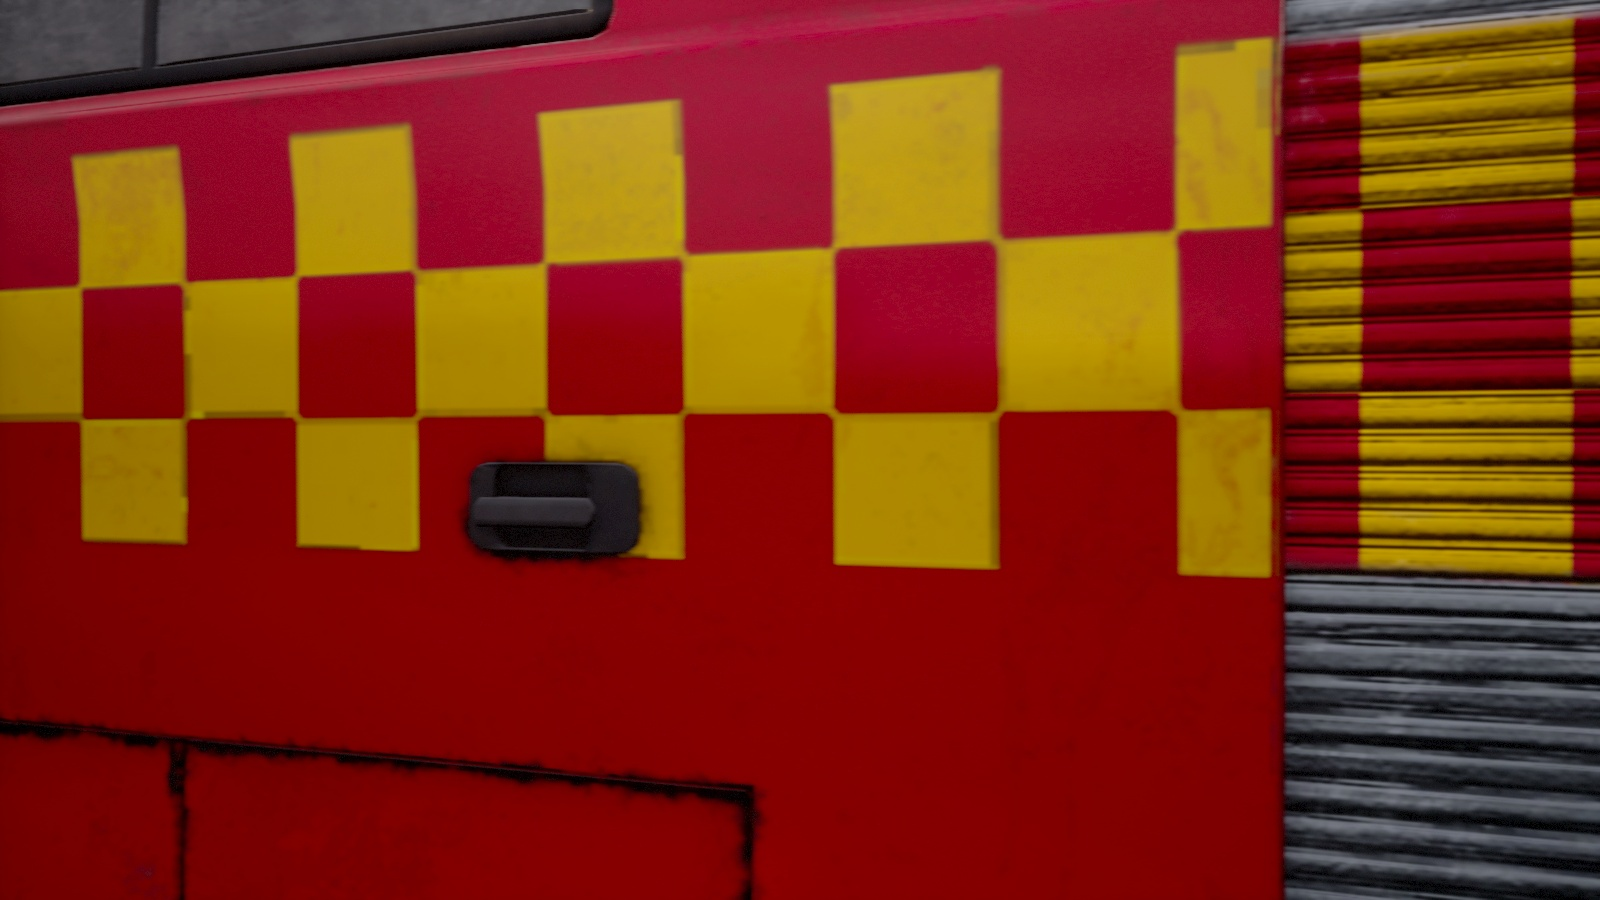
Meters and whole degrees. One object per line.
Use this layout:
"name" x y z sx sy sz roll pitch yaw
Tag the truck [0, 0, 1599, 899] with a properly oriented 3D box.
"truck" -0.006 -0.389 3.178 8.468 3.827 2.891 0 1 19
